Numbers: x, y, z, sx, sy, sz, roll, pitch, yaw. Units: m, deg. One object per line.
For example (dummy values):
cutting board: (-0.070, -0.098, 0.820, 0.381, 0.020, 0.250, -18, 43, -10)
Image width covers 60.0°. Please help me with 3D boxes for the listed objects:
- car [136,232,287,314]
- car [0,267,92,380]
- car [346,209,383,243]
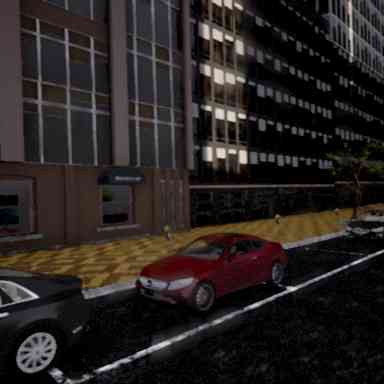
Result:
car: (0.671, 1.657, 7.827, 4.206, 1.307, 1.802, -1, -1, -44)
car: (-3.390, 1.672, 3.851, 4.403, 1.369, 2.008, -1, -1, -44)
car: (8.790, 1.531, 15.783, 4.403, 1.369, 2.008, -1, -1, -44)
